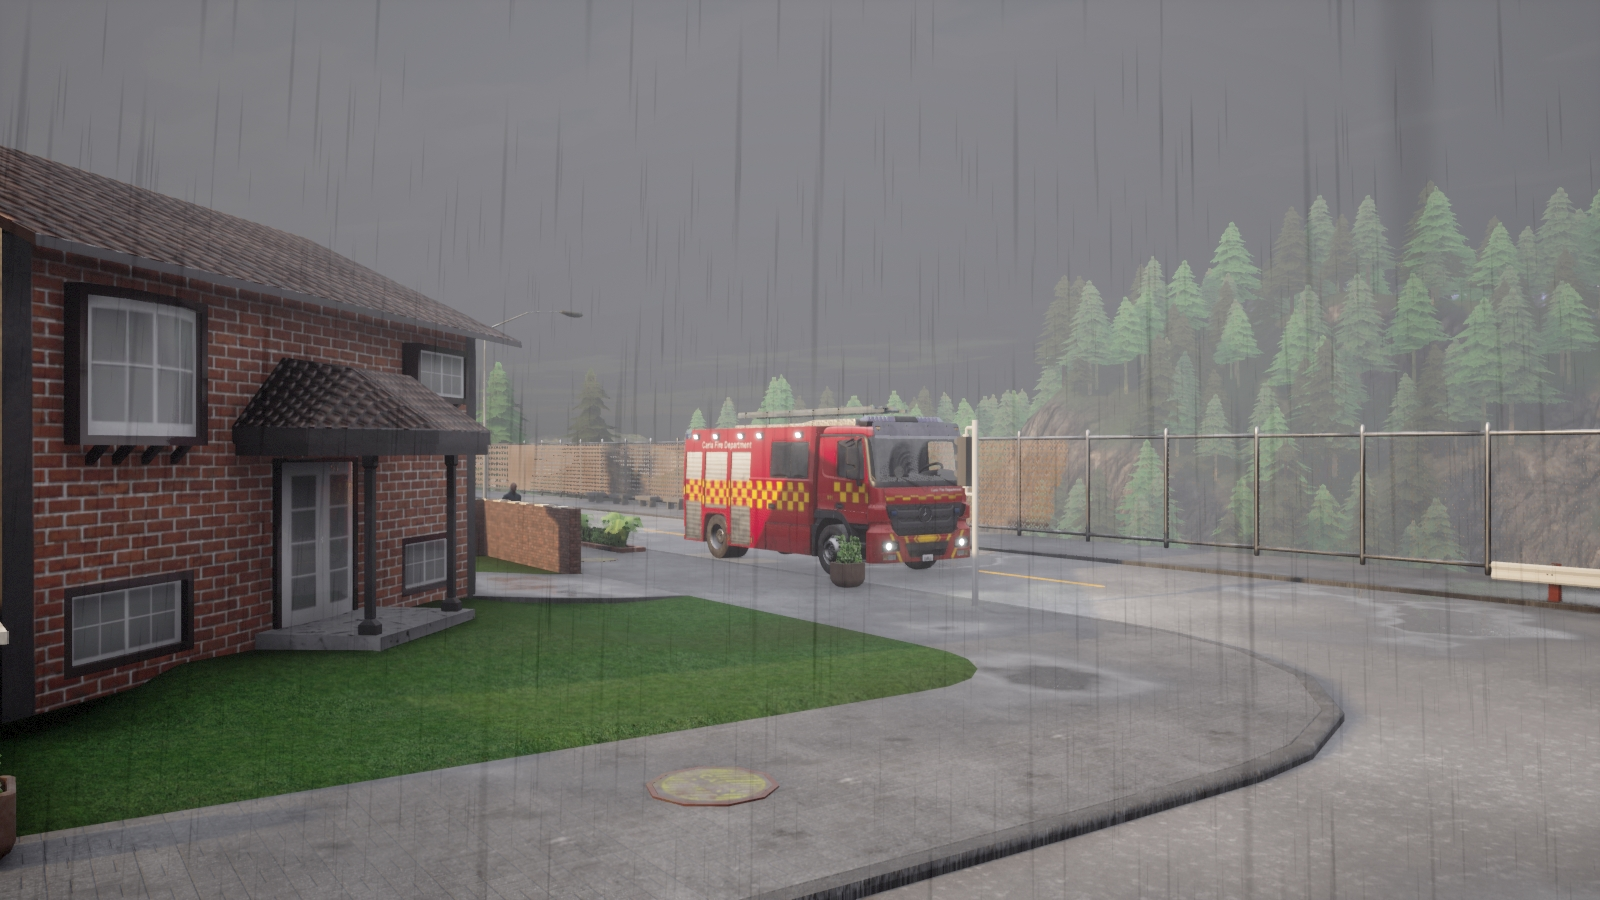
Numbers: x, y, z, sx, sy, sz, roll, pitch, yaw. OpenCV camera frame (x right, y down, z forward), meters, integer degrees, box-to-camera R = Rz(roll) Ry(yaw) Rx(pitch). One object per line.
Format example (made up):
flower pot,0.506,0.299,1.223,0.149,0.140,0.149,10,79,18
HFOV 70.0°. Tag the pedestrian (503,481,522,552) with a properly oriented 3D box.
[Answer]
pedestrian,-7.584,1.745,30.144,0.375,1.860,0.375,0,0,-38

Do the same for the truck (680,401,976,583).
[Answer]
truck,0.353,0.890,28.322,2.891,3.827,8.468,0,0,-35
